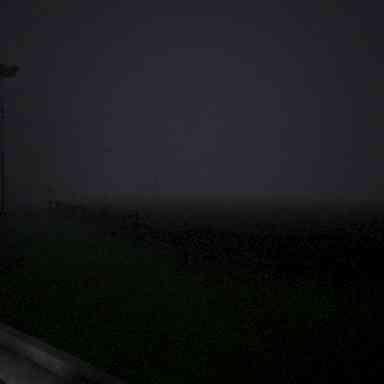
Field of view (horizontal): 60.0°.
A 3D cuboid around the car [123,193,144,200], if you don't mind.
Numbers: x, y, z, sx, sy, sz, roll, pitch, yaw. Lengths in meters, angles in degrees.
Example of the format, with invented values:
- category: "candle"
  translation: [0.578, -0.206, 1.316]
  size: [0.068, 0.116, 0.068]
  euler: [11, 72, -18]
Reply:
- category: "car"
  translation: [-13.019, 1.147, 73.997]
  size: [1.895, 1.301, 4.718]
  euler: [0, 0, 10]

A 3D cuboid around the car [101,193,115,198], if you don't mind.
- category: "car"
  translation: [-21.591, 0.873, 85.692]
  size: [1.895, 1.301, 4.718]
  euler: [0, 0, 10]

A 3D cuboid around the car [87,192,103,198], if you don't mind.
- category: "car"
  translation: [-25.041, 0.776, 86.278]
  size: [2.128, 1.511, 4.902]
  euler: [0, 0, 10]

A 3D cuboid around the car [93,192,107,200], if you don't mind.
- category: "car"
  translation: [-19.909, 1.094, 75.230]
  size: [1.895, 1.301, 4.718]
  euler: [0, 0, 10]

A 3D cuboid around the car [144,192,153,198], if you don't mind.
- category: "car"
  translation: [-11.260, 0.834, 83.813]
  size: [1.882, 1.535, 5.008]
  euler: [0, 0, 10]

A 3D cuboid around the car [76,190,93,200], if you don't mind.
- category: "car"
  translation: [-23.425, 0.688, 75.434]
  size: [2.150, 2.045, 5.566]
  euler: [0, 0, 10]

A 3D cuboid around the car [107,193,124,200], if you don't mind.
- category: "car"
  translation: [-16.542, 0.994, 74.173]
  size: [1.882, 1.535, 5.008]
  euler: [0, 0, 10]

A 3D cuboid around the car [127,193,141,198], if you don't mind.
- category: "car"
  translation: [-14.701, 0.925, 84.459]
  size: [1.895, 1.301, 4.718]
  euler: [0, 0, 10]

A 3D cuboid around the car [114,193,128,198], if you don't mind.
- category: "car"
  translation: [-18.146, 0.899, 85.076]
  size: [1.895, 1.301, 4.718]
  euler: [0, 0, 10]

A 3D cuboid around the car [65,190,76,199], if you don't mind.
- category: "car"
  translation: [-26.870, 0.662, 76.050]
  size: [2.150, 2.045, 5.566]
  euler: [0, 0, 10]
